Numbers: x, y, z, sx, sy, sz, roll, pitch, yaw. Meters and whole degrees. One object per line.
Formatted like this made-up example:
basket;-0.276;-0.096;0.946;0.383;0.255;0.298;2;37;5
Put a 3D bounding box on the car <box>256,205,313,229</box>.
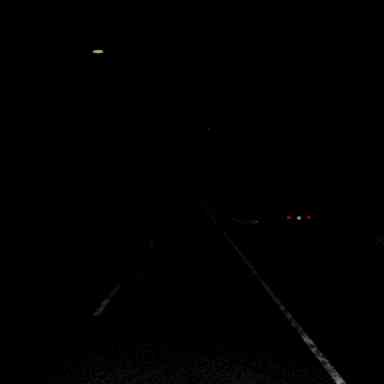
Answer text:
car;5.757;1.513;21.304;2.033;1.411;5.357;0;0;-7
